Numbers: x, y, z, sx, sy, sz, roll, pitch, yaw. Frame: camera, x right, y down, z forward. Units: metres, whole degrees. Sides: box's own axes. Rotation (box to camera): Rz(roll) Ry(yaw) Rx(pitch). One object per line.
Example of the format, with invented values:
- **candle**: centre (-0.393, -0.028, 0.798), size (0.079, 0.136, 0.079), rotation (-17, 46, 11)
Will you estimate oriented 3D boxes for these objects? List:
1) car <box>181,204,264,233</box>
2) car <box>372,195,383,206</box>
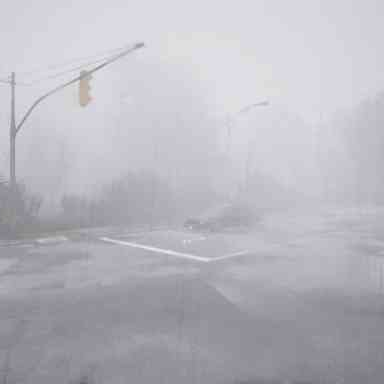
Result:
- **car**: centre (1.919, 1.426, 19.246), size (5.357, 1.411, 2.033), rotation (-1, 1, -41)
- **car**: centre (19.474, 0.659, 32.085), size (4.718, 1.301, 1.895), rotation (-4, 2, -31)
